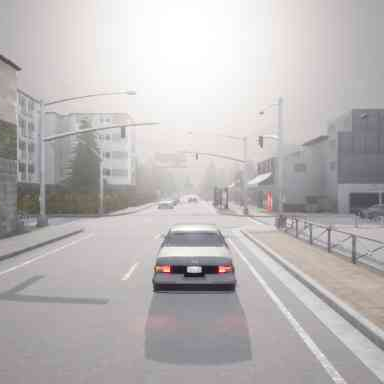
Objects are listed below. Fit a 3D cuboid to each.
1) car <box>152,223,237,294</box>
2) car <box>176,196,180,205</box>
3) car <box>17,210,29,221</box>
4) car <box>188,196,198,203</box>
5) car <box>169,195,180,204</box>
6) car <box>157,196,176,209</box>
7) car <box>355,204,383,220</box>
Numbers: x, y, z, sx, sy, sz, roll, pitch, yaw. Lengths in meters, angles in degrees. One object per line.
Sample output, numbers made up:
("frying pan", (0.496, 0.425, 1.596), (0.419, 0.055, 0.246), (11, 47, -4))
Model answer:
("car", (0.067, 1.547, 8.944), (2.033, 1.411, 5.357), (0, 0, 1))
("car", (-3.541, 1.505, 55.853), (1.837, 1.490, 4.892), (0, 0, 0))
("car", (-15.126, 1.681, 25.513), (4.892, 1.490, 1.837), (0, 0, 1))
("car", (0.156, 1.525, 68.830), (1.812, 1.442, 4.674), (0, 0, 0))
("car", (-3.471, 1.477, 66.850), (1.882, 1.535, 5.008), (0, 0, 1))
("car", (-3.561, 1.526, 45.849), (1.812, 1.442, 4.674), (0, 0, 0))
("car", (16.739, 1.740, 29.327), (4.181, 1.385, 1.994), (0, 0, 0))
